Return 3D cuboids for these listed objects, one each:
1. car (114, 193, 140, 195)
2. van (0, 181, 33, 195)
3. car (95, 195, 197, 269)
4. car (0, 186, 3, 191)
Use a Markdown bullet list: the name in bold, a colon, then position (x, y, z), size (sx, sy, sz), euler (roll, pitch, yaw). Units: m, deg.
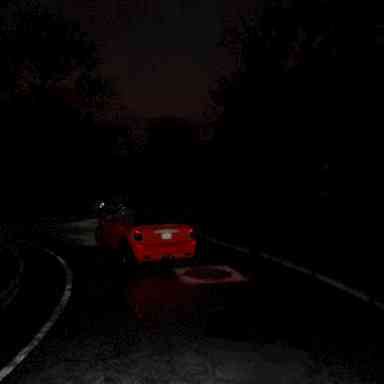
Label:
- **car**: position (-4.823, 0.856, 23.627), size (2.097, 1.767, 4.553), euler (1, 1, 10)
- **van**: position (-28.337, -0.317, 54.186), size (4.442, 1.987, 1.878), euler (1, 2, -38)
- **car**: position (-1.659, 1.152, 10.823), size (2.097, 1.767, 4.553), euler (1, 1, -28)
- **car**: position (-28.078, 0.132, 45.828), size (1.837, 1.490, 4.892), euler (2, 1, -41)
